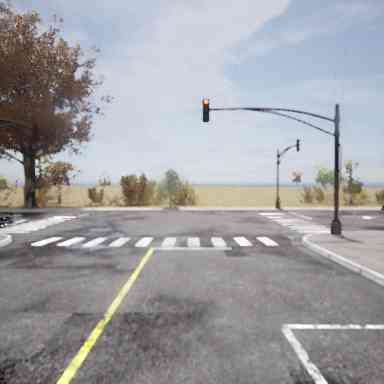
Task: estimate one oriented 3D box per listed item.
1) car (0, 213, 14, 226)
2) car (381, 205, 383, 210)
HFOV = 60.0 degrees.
[{"bbox_3d":[-13.653,1.483,19.747,5.357,1.411,2.033,0,1,-1],"label":"car"},{"bbox_3d":[19.963,1.219,29.684,5.357,1.411,2.033,0,1,1],"label":"car"}]
